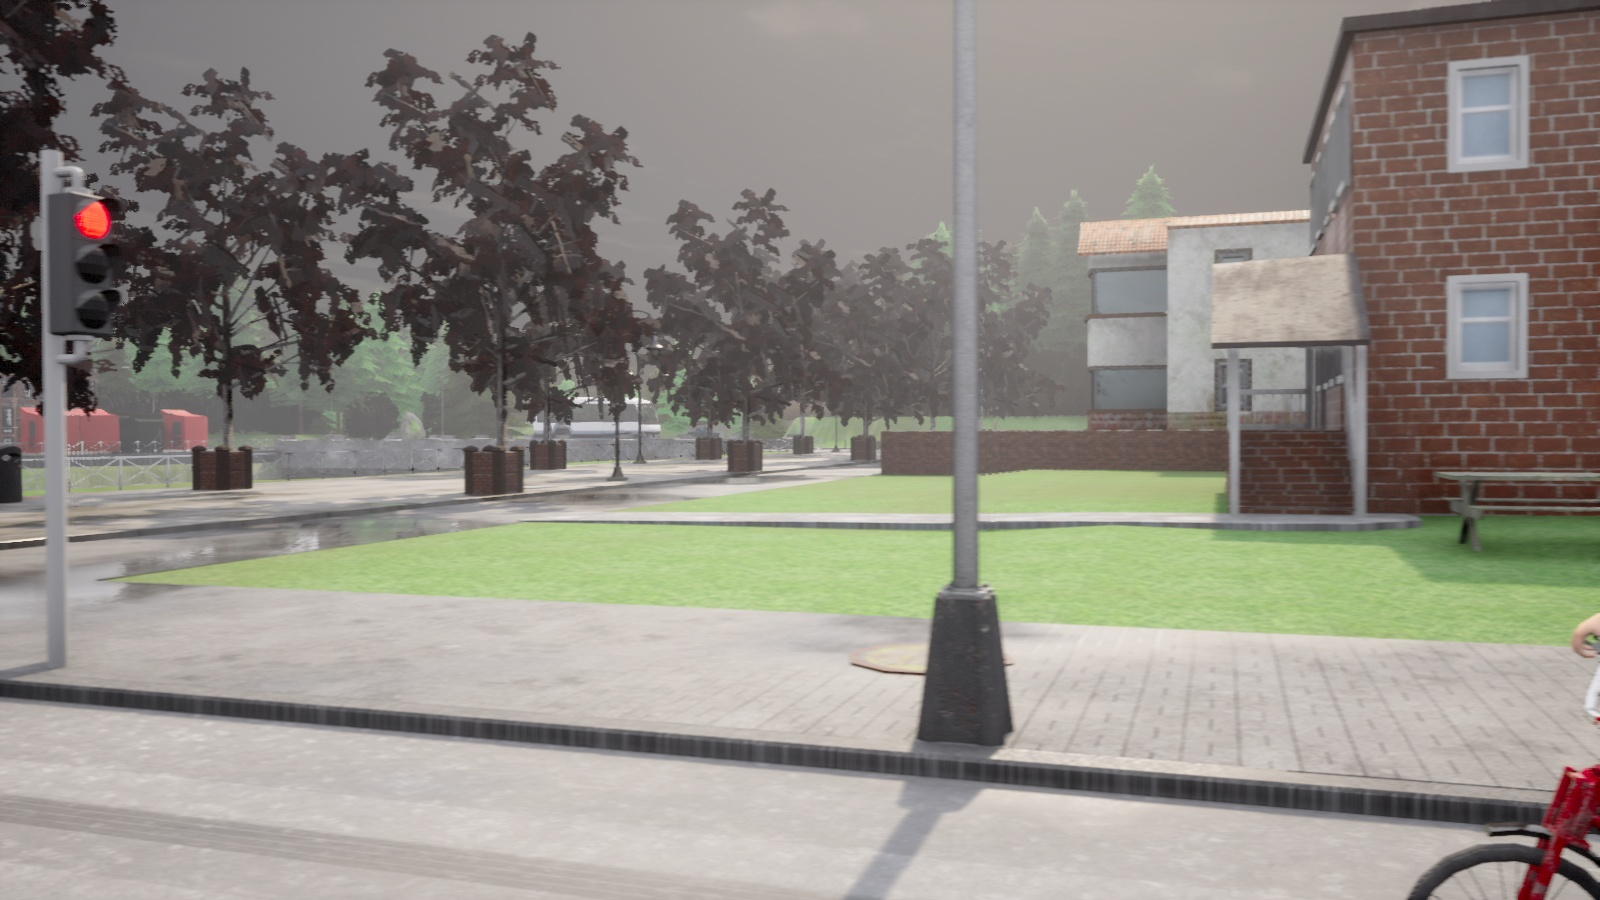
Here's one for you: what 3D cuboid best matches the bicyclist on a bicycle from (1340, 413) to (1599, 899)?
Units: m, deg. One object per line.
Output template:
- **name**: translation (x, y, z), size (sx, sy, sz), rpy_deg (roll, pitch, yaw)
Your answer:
- **bicyclist on a bicycle**: translation (2.151, 0.723, 2.993), size (1.509, 1.612, 0.866), rpy_deg (1, 1, 19)
